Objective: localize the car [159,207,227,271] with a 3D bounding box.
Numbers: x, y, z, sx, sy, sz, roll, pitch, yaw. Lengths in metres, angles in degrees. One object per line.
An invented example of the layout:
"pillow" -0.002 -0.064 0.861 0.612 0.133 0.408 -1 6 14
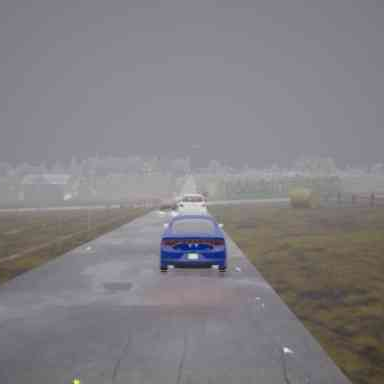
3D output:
"car" 0.044 1.483 10.962 1.882 1.535 5.008 0 0 0

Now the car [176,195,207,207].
"car" 0.056 1.222 28.181 2.150 2.045 5.566 0 0 0

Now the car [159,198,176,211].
"car" -2.841 1.466 40.073 1.882 1.535 5.008 0 0 0
